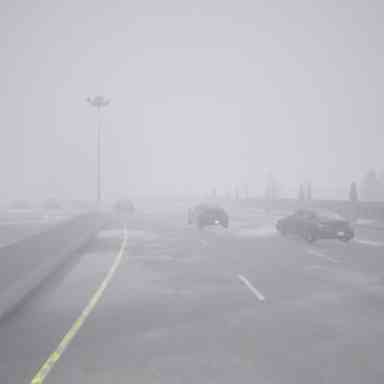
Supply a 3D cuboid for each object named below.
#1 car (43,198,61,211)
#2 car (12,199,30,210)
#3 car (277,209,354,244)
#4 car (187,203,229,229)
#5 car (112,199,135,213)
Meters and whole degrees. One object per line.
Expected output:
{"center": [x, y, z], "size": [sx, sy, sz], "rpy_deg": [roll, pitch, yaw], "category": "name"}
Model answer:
{"center": [-18.088, 1.590, 42.930], "size": [1.837, 1.490, 4.892], "rpy_deg": [0, -1, -28], "category": "car"}
{"center": [-22.973, 1.669, 44.662], "size": [1.994, 1.385, 4.181], "rpy_deg": [0, 0, -29], "category": "car"}
{"center": [5.650, 1.502, 15.679], "size": [1.812, 1.442, 4.674], "rpy_deg": [0, 0, -9], "category": "car"}
{"center": [0.945, 1.502, 21.753], "size": [1.837, 1.490, 4.892], "rpy_deg": [0, 0, -12], "category": "car"}
{"center": [-7.868, 1.529, 37.986], "size": [2.128, 1.511, 4.902], "rpy_deg": [0, 0, -22], "category": "car"}
